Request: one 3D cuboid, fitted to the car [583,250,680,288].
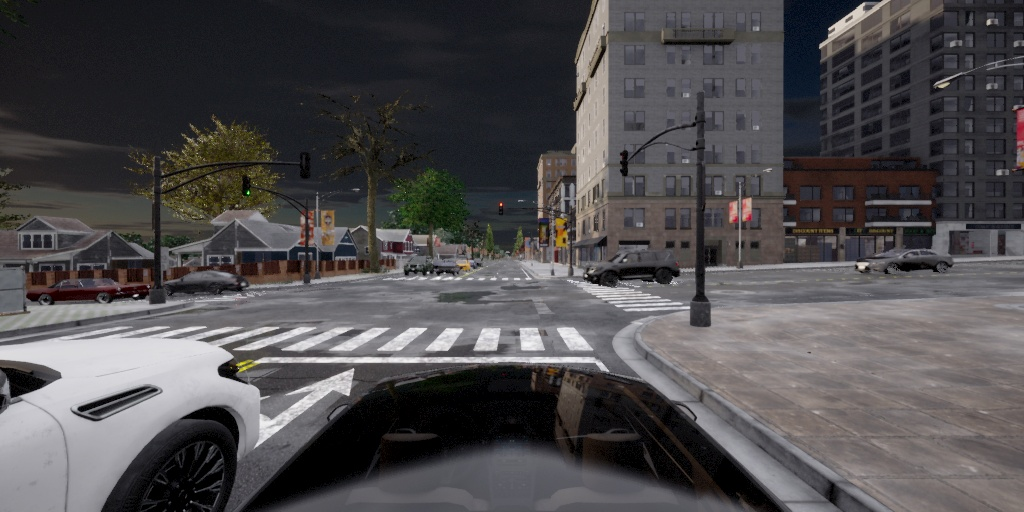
[{"bbox_3d":[7.098,0.714,21.415,5.566,2.045,2.150,-2,0,-6],"label":"car"}]

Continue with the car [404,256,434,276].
[{"bbox_3d":[-9.880,0.991,38.593,2.150,2.045,5.566,0,0,0],"label":"car"}]

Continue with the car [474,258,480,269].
[{"bbox_3d":[-6.646,1.333,57.029,1.812,1.442,4.674,0,0,0],"label":"car"}]

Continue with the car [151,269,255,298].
[{"bbox_3d":[-18.377,1.613,21.476,4.674,1.442,1.812,-2,0,0],"label":"car"}]

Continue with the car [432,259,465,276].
[{"bbox_3d":[-6.633,1.316,37.900,2.033,1.411,5.357,0,0,0],"label":"car"}]

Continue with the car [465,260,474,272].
[{"bbox_3d":[-6.642,1.261,47.692,1.882,1.535,5.008,0,0,0],"label":"car"}]

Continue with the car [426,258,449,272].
[{"bbox_3d":[-9.890,1.136,48.065,2.097,1.767,4.553,0,0,0],"label":"car"}]

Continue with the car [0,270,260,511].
[{"bbox_3d":[-3.145,0.972,0.558,2.150,2.045,5.566,0,0,0],"label":"car"}]

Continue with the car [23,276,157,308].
[{"bbox_3d":[-21.640,1.807,18.534,4.718,1.301,1.895,-2,0,0],"label":"car"}]

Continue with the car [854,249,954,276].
[{"bbox_3d":[23.832,0.343,21.928,4.902,1.511,2.128,-2,0,0],"label":"car"}]
